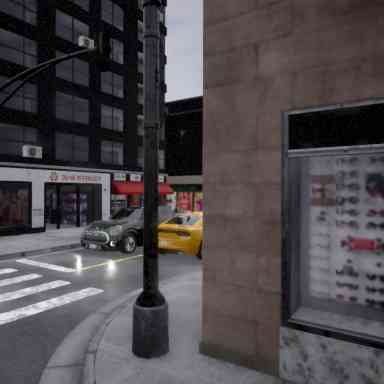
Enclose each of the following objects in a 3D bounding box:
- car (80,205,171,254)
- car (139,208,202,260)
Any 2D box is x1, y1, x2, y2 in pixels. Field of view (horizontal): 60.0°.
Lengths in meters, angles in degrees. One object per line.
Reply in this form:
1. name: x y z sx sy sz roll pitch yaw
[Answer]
1. car: -2.323 1.365 13.798 2.097 1.767 4.553 0 0 33
2. car: 0.463 1.500 12.849 1.882 1.535 5.008 0 0 33
